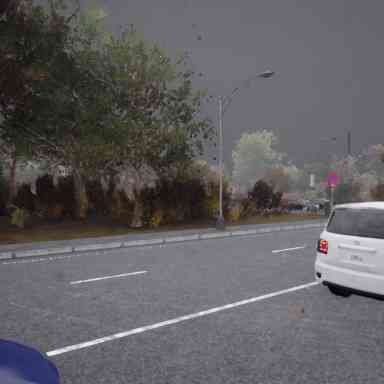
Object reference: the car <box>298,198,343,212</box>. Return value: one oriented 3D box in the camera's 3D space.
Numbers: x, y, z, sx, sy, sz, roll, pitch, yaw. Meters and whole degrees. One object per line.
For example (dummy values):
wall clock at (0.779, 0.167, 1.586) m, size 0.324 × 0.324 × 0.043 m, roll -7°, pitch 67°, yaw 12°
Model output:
car at (15.569, 1.491, 40.540) m, size 2.128 × 1.511 × 4.902 m, roll 0°, pitch 0°, yaw -32°

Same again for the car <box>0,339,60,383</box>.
car at (-3.070, 1.526, 1.553) m, size 4.674 × 1.442 × 1.812 m, roll 0°, pitch 0°, yaw -36°

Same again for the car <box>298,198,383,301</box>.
car at (5.050, 1.221, 7.356) m, size 5.566 × 2.045 × 2.150 m, roll 0°, pitch 0°, yaw -35°

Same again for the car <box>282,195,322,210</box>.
car at (12.539, 1.491, 38.756) m, size 2.128 × 1.511 × 4.902 m, roll 0°, pitch 0°, yaw -33°

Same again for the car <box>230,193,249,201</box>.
car at (7.294, 1.213, 47.085) m, size 2.150 × 2.045 × 5.566 m, roll 0°, pitch 0°, yaw -32°

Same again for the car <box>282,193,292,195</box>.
car at (13.129, 1.213, 51.318) m, size 2.150 × 2.045 × 5.566 m, roll 0°, pitch 0°, yaw -32°
